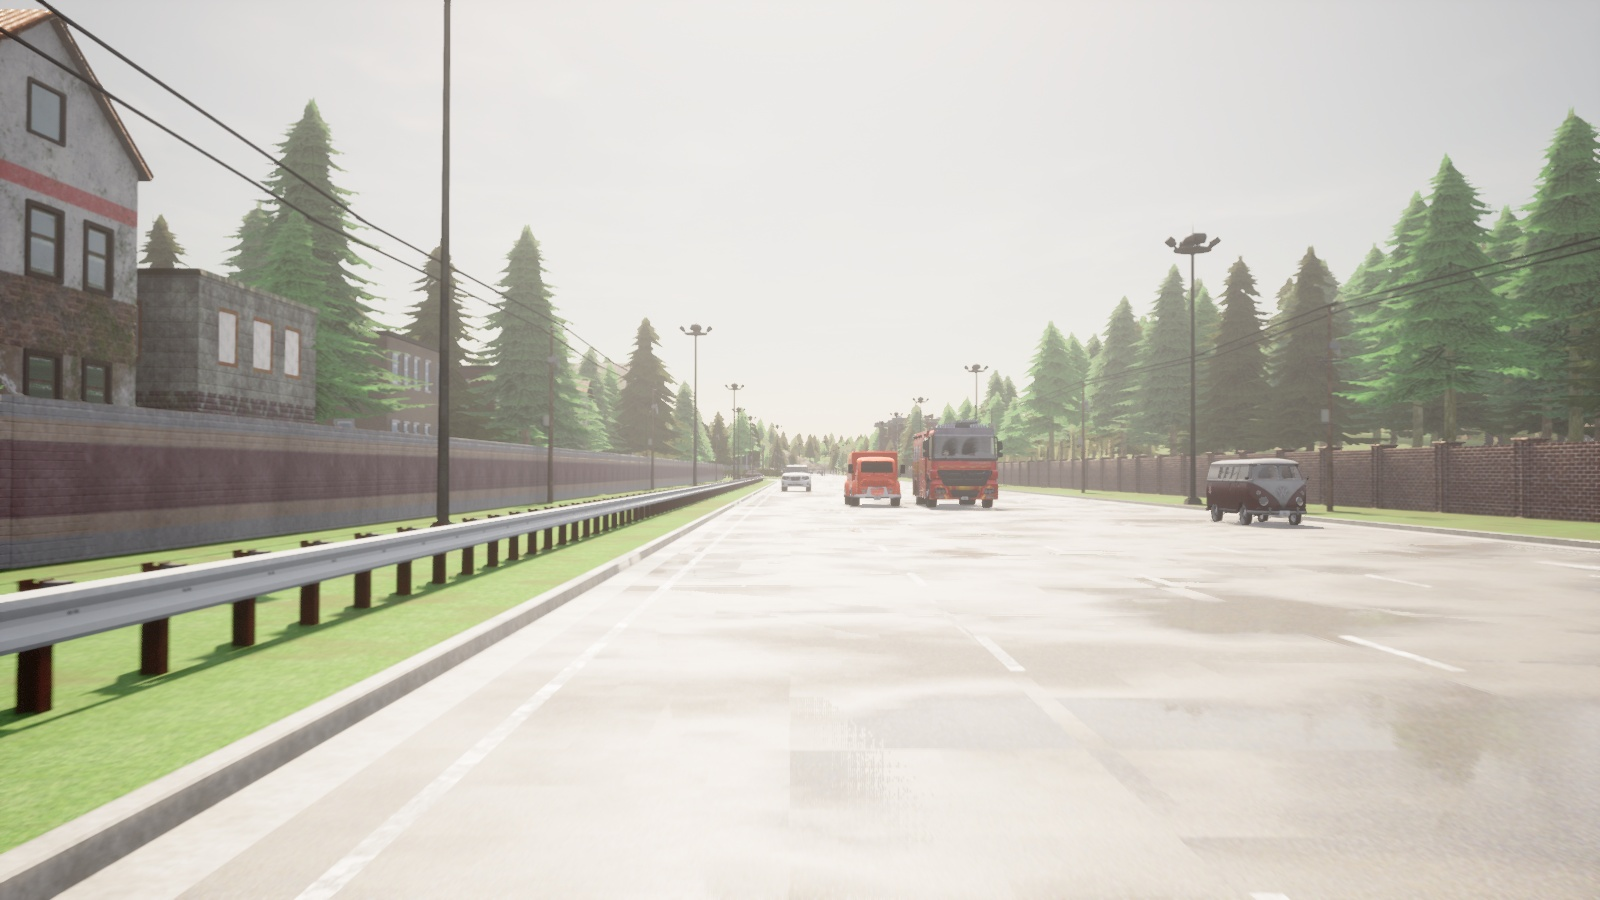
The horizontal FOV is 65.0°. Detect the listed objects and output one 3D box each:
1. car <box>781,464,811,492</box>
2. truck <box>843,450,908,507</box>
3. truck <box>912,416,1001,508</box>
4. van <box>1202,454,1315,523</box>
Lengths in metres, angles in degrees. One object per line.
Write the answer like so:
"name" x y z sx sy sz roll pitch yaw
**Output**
"car" -0.241 2.140 95.914 2.150 2.045 5.566 0 -1 1
"truck" 3.360 1.272 57.187 2.627 2.467 5.204 0 -1 0
"truck" 6.860 0.564 56.213 2.891 3.827 8.468 0 -1 0
"van" 13.907 1.154 38.358 1.775 1.987 4.442 0 -1 0
